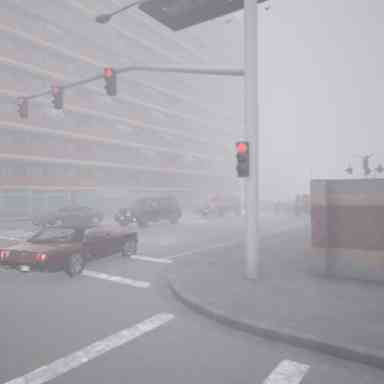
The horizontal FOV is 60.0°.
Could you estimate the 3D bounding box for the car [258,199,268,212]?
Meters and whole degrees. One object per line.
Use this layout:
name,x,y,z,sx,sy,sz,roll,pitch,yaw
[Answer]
car,8.870,1.654,40.883,1.837,1.490,4.892,-1,0,35

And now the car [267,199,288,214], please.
car,10.610,1.611,36.960,2.128,1.511,4.902,-1,0,35

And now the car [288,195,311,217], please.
car,11.606,1.311,32.291,2.150,2.045,5.566,-1,0,35

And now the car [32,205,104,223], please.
car,-8.276,1.664,22.606,1.837,1.490,4.892,-1,0,35

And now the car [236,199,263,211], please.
car,7.920,1.742,45.593,1.994,1.385,4.181,-1,0,36

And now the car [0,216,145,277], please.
car,-3.539,1.674,10.633,1.895,1.301,4.718,-1,0,20

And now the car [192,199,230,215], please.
car,2.213,1.649,37.520,1.882,1.535,5.008,-1,0,35

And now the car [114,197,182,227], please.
car,-3.001,1.358,24.031,2.150,2.045,5.566,-1,0,35

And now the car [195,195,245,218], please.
car,2.928,1.364,32.463,2.150,2.045,5.566,-1,0,35
